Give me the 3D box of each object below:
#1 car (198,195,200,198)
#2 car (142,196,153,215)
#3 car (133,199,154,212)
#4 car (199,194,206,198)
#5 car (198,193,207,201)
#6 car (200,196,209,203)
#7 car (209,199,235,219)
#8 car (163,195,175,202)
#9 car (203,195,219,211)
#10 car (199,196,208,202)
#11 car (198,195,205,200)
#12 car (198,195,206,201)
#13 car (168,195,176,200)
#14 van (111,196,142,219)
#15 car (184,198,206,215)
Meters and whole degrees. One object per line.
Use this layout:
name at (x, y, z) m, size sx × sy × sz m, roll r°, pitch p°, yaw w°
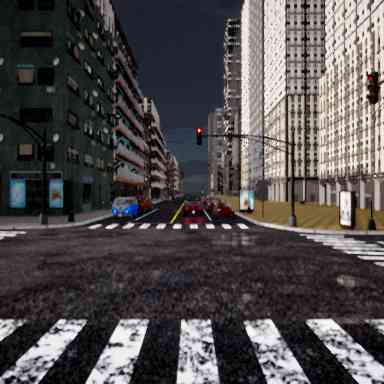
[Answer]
car at (2.665, 1.541, 67.142) m, size 2.008 × 1.369 × 4.403 m, roll 0°, pitch 0°, yaw 0°
car at (-5.698, 1.303, 33.973) m, size 2.192 × 1.841 × 5.009 m, roll 0°, pitch 0°, yaw 0°
car at (-5.702, 1.531, 39.501) m, size 1.887 × 1.381 × 4.507 m, roll 0°, pitch 0°, yaw 0°
car at (2.671, 1.427, 56.086) m, size 1.967 × 1.590 × 4.097 m, roll 0°, pitch 0°, yaw 0°
car at (2.659, 1.313, 83.725) m, size 2.192 × 1.841 × 5.009 m, roll 0°, pitch 0°, yaw 0°
car at (2.663, 1.537, 72.669) m, size 1.887 × 1.381 × 4.507 m, roll 0°, pitch 0°, yaw 0°
car at (2.684, 1.571, 28.448) m, size 1.802 × 1.307 × 4.206 m, roll 0°, pitch 0°, yaw 0°
car at (-5.720, 1.435, 78.193) m, size 1.967 × 1.590 × 4.097 m, roll 0°, pitch 0°, yaw 0°
car at (2.679, 1.427, 39.504) m, size 1.967 × 1.590 × 4.097 m, roll 0°, pitch 0°, yaw 0°
car at (2.660, 1.577, 78.197) m, size 1.802 × 1.307 × 4.206 m, roll 0°, pitch 0°, yaw 0°
car at (2.652, 1.587, 94.780) m, size 1.802 × 1.307 × 4.206 m, roll 0°, pitch 0°, yaw 0°
car at (2.654, 1.552, 89.252) m, size 2.008 × 1.369 × 4.403 m, roll 0°, pitch 0°, yaw 0°
car at (-5.729, 1.571, 94.777) m, size 1.947 × 1.339 × 4.313 m, roll 0°, pitch 0°, yaw 0°
van at (-5.696, 1.330, 28.445) m, size 1.690 × 1.788 × 3.998 m, roll 0°, pitch 0°, yaw 0°
car at (0.109, 1.589, 33.766) m, size 1.895 × 1.301 × 4.718 m, roll 0°, pitch 0°, yaw 0°
